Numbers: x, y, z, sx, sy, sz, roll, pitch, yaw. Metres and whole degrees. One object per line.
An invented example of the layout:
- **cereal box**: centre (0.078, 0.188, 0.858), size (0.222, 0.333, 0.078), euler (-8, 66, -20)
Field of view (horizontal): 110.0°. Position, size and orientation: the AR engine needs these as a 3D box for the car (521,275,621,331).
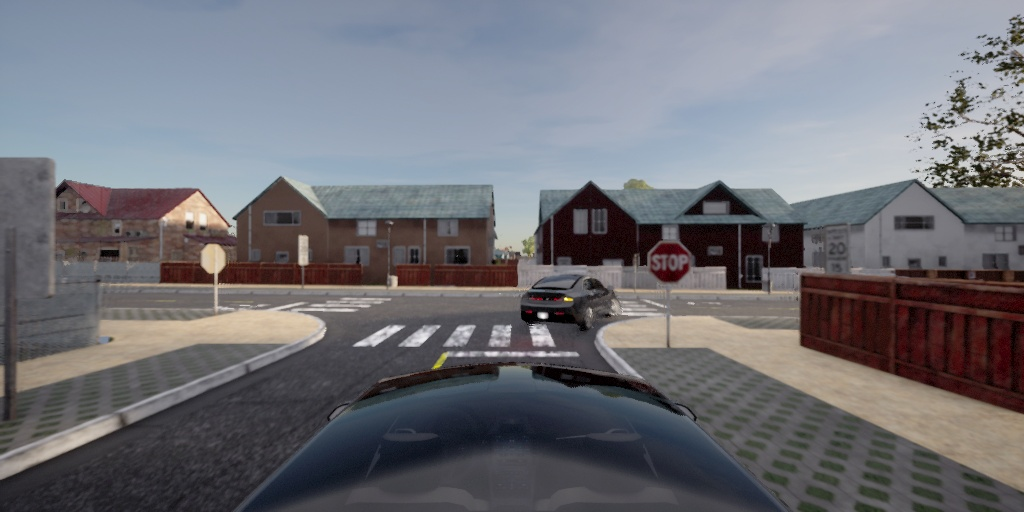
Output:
- **car**: centre (2.008, 1.343, 11.462), size (1.837, 1.490, 4.892), euler (-2, -2, 30)
